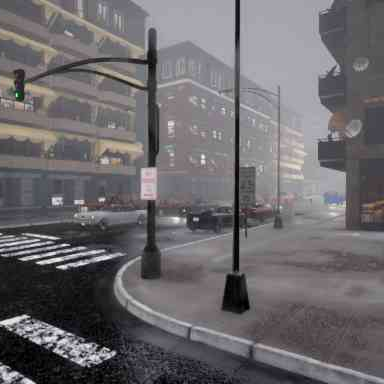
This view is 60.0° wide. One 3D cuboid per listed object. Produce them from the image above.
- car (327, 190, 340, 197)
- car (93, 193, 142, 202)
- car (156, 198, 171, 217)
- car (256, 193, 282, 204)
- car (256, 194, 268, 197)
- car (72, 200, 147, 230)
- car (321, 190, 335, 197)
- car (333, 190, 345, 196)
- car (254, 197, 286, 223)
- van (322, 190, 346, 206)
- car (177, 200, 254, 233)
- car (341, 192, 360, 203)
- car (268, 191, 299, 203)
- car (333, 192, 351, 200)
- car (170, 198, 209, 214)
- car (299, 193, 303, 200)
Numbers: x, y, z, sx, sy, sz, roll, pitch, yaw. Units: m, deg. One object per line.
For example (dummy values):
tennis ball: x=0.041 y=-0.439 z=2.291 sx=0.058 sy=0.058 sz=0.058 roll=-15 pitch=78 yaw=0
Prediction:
car: x=33.027 y=0.337 z=77.497 sx=1.802 sy=1.307 sz=4.206 roll=2 pitch=2 yaw=35
car: x=-5.436 y=1.031 z=22.821 sx=2.192 sy=1.841 sz=5.009 roll=2 pitch=2 yaw=35
car: x=-2.233 y=1.181 z=27.383 sx=1.887 sy=1.381 sz=4.507 roll=2 pitch=2 yaw=35
car: x=10.589 y=0.881 z=45.606 sx=1.947 sy=1.339 sz=4.313 roll=2 pitch=2 yaw=35
car: x=5.782 y=1.013 z=34.279 sx=1.837 sy=1.490 sz=4.892 roll=1 pitch=1 yaw=35
car: x=-4.565 y=1.368 z=19.578 sx=1.895 sy=1.301 sz=4.718 roll=1 pitch=1 yaw=35
car: x=29.822 y=0.379 z=72.941 sx=1.887 sy=1.381 sz=4.507 roll=2 pitch=2 yaw=35
car: x=36.233 y=0.257 z=82.053 sx=1.802 sy=1.307 sz=4.206 roll=2 pitch=2 yaw=35
car: x=4.598 y=1.283 z=22.529 sx=1.802 sy=1.307 sz=4.206 roll=2 pitch=2 yaw=35
van: x=17.422 y=0.721 z=40.748 sx=1.690 sy=1.788 sz=3.998 roll=2 pitch=2 yaw=35
car: x=1.392 y=1.348 z=17.974 sx=1.947 sy=1.339 sz=4.313 roll=2 pitch=2 yaw=35
car: x=23.831 y=0.764 z=49.863 sx=1.887 sy=1.381 sz=4.507 roll=2 pitch=2 yaw=35
car: x=11.488 y=0.718 z=42.339 sx=2.097 sy=1.767 sz=4.553 roll=1 pitch=1 yaw=36
car: x=25.871 y=0.696 z=57.282 sx=1.895 sy=1.301 sz=4.718 roll=1 pitch=1 yaw=35
car: x=0.529 y=1.203 z=26.843 sx=1.994 sy=1.385 sz=4.181 roll=1 pitch=1 yaw=34
car: x=17.000 y=0.720 z=54.718 sx=1.947 sy=1.339 sz=4.313 roll=2 pitch=2 yaw=35
